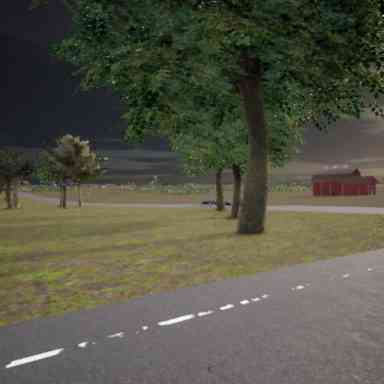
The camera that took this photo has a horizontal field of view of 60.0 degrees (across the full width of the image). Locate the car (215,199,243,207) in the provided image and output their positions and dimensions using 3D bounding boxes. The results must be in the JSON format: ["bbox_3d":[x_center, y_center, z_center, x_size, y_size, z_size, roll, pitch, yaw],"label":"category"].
[{"bbox_3d":[7.605,2.277,68.984,1.882,1.535,5.008,-3,0,-38],"label":"car"}]

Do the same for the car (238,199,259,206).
[{"bbox_3d":[11.727,2.155,69.368,1.994,1.385,4.181,-3,0,-38],"label":"car"}]

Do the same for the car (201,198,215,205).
[{"bbox_3d":[4.062,2.173,79.302,2.097,1.767,4.553,-3,0,-38],"label":"car"}]
